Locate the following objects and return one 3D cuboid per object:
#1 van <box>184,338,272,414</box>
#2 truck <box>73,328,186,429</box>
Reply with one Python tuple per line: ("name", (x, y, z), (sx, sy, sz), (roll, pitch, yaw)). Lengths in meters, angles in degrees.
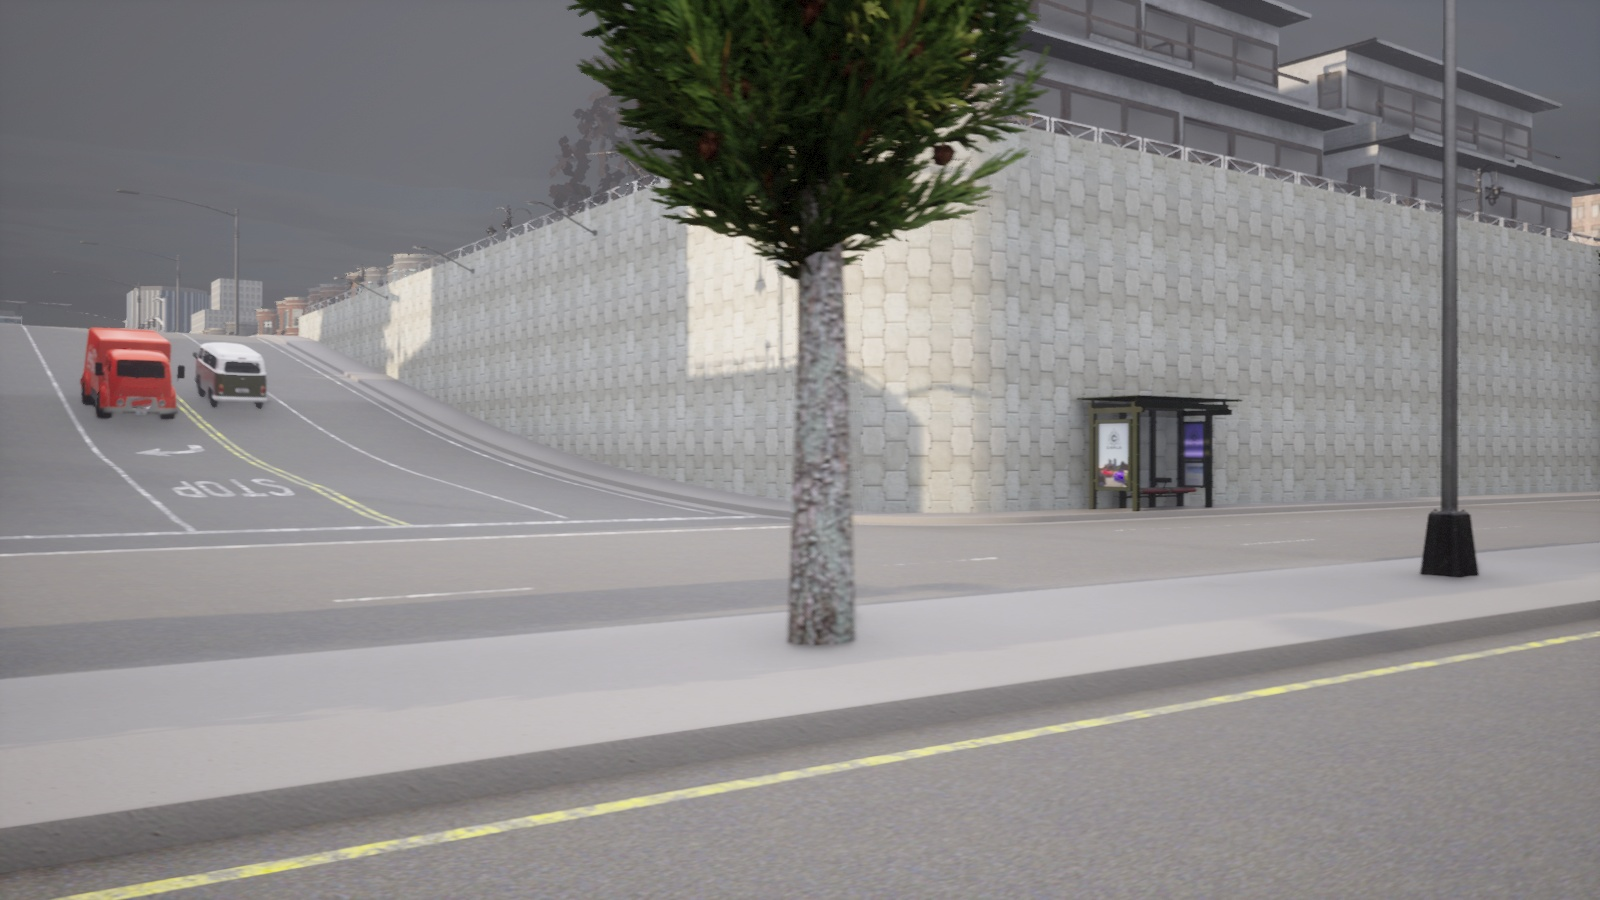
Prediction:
("van", (-20.746, -2.697, 45.432), (2.069, 2.038, 4.480), (0, 11, -35))
("truck", (-22.022, -2.385, 41.126), (2.627, 2.467, 5.204), (0, 11, -35))
